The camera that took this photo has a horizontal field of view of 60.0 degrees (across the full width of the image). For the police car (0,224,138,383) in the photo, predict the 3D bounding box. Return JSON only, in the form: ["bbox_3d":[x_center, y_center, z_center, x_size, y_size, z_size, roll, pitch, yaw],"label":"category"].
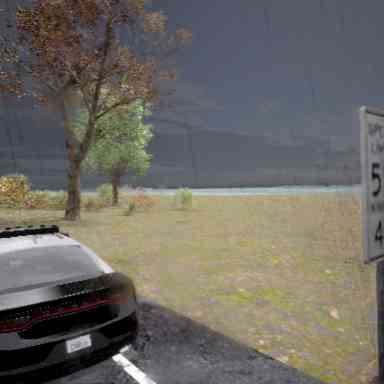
[{"bbox_3d":[-2.810,1.384,5.486,1.930,1.638,5.238,-2,1,-39],"label":"police car"}]
